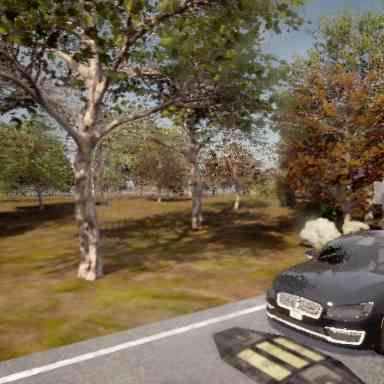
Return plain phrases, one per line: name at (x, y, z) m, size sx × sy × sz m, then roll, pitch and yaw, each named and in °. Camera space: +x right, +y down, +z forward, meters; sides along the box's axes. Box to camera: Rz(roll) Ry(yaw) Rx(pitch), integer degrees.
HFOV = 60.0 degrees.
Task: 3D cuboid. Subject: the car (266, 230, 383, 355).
car at (3.469, 1.508, 6.101) m, size 4.892 × 1.490 × 1.837 m, roll 0°, pitch 0°, yaw -35°
